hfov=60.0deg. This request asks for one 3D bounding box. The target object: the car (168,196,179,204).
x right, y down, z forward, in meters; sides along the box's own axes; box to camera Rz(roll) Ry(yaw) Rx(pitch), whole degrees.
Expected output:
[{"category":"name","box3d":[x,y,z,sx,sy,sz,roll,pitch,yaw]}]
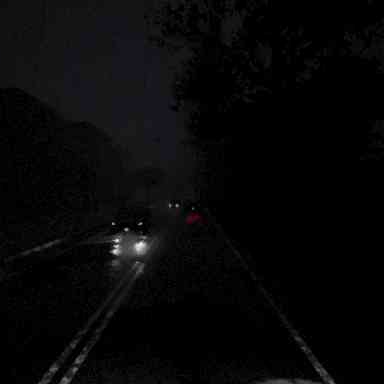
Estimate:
[{"category":"car","box3d":[-3.260,1.488,60.586,2.033,1.411,5.357,0,0,1]}]

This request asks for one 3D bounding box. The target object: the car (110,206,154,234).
[{"category":"car","box3d":[-3.344,1.537,19.622,2.033,1.411,5.357,0,0,0]}]

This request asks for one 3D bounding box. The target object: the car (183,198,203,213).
[{"category":"car","box3d":[0.114,1.475,37.290,1.837,1.490,4.892,0,0,0]}]
